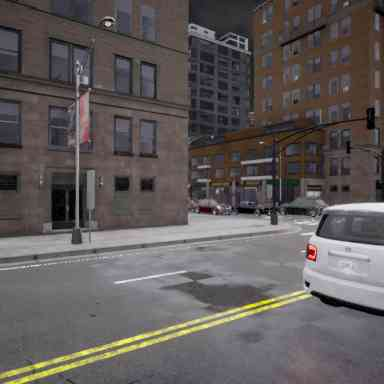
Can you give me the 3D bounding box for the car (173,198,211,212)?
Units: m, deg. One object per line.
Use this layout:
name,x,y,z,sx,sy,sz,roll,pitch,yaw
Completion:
car,-0.062,1.482,39.739,2.128,1.511,4.902,0,0,-35

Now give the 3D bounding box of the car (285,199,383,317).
car,4.603,1.223,6.732,5.566,2.045,2.150,0,0,-36

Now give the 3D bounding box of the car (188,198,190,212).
car,-1.097,1.421,36.809,1.967,1.590,4.097,0,0,-35

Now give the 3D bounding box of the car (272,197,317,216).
car,10.086,1.358,30.450,2.097,1.767,4.553,0,0,-39

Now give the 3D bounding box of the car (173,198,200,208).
car,-0.913,1.578,50.441,1.947,1.339,4.313,0,0,-35

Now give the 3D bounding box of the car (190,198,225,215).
car,2.086,1.423,32.311,1.967,1.590,4.097,0,0,-35

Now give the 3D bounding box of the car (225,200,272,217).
car,5.677,1.594,31.627,1.895,1.301,4.718,0,0,-35

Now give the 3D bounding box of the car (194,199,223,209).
car,2.270,1.594,45.943,1.802,1.307,4.206,0,0,-35

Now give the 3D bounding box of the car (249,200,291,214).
car,8.637,1.580,36.945,1.947,1.339,4.313,0,0,-35
